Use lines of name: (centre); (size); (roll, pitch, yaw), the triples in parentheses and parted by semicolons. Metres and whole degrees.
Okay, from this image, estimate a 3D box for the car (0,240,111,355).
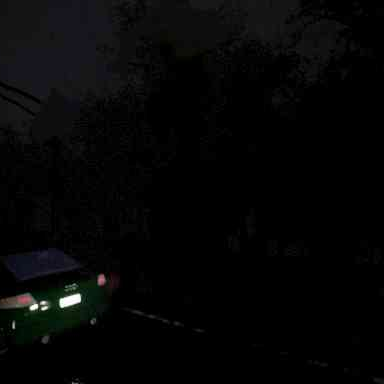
car: (-3.453, 1.607, 6.140); (4.181, 1.385, 1.994); (0, 0, 35)
